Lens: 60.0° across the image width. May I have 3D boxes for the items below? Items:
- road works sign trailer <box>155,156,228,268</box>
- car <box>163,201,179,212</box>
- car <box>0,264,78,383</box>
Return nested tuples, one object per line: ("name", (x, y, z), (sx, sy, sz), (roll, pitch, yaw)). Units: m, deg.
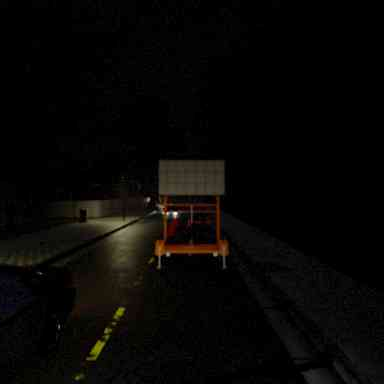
("road works sign trailer", (-0.008, 0.561, 11.599), (2.380, 3.560, 2.880), (0, 0, 0))
("car", (-2.871, 1.959, 45.807), (1.994, 1.385, 4.181), (0, -1, 0))
("car", (-2.853, 1.576, 3.390), (2.033, 1.411, 5.357), (0, 0, 0))
